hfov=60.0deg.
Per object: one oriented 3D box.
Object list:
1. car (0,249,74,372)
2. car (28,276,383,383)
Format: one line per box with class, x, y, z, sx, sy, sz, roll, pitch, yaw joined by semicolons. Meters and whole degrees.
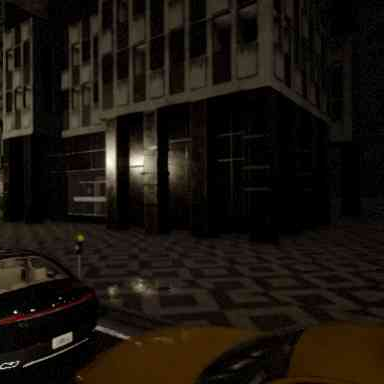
car;-3.370;1.608;5.358;4.403;1.369;2.008;-1;0;35
car;1.083;1.528;2.188;4.829;1.417;1.752;-1;0;35
